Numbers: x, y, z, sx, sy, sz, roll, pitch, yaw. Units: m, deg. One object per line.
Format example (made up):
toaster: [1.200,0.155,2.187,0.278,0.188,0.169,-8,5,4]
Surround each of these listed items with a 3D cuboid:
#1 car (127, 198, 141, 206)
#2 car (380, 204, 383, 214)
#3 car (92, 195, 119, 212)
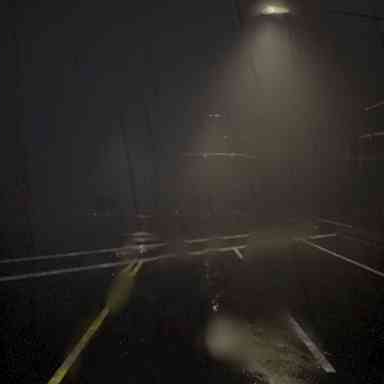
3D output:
car: [-10.616,1.864,61.215,1.812,1.442,4.674,0,-1,0]
car: [18.909,1.242,27.892,5.566,2.045,2.150,0,0,1]
car: [-10.577,1.327,41.025,2.150,2.045,5.566,0,-1,0]
